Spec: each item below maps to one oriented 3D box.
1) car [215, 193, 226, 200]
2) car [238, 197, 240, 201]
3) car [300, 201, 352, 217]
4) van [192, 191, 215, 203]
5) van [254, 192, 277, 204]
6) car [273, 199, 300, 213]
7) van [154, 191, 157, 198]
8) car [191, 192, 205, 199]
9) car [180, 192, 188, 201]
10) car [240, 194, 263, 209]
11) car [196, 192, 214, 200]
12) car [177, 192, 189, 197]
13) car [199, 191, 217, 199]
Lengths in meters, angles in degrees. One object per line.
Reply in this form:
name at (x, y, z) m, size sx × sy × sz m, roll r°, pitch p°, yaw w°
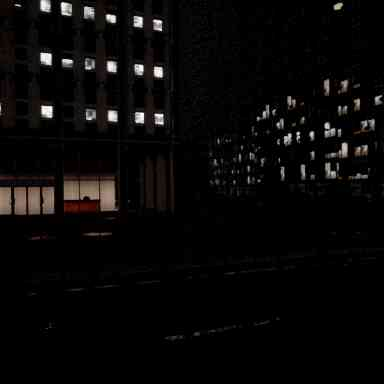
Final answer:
car at (5.625, 0.954, 69.636) m, size 1.802 × 1.307 × 4.206 m, roll 0°, pitch 1°, yaw -21°
car at (9.723, 1.060, 59.033) m, size 1.802 × 1.307 × 4.206 m, roll 0°, pitch 1°, yaw -21°
car at (12.031, 1.435, 29.460) m, size 1.947 × 1.339 × 4.313 m, roll 0°, pitch 1°, yaw -21°
van at (1.906, 0.952, 56.010) m, size 1.690 × 1.788 × 3.998 m, roll 0°, pitch 1°, yaw -21°
van at (11.771, 0.871, 53.728) m, size 1.690 × 1.788 × 3.998 m, roll 0°, pitch 1°, yaw -21°
car at (9.998, 1.400, 34.769) m, size 1.802 × 1.307 × 4.206 m, roll 0°, pitch 1°, yaw -21°
van at (-8.339, 0.687, 82.517) m, size 1.690 × 1.788 × 3.998 m, roll 0°, pitch 1°, yaw -21°
car at (1.526, 0.706, 80.236) m, size 1.967 × 1.590 × 4.097 m, roll 0°, pitch 1°, yaw -21°
car at (-2.192, 1.056, 66.615) m, size 2.008 × 1.369 × 4.403 m, roll 0°, pitch 1°, yaw -21°
car at (8.003, 1.332, 40.091) m, size 1.947 × 1.339 × 4.313 m, roll 0°, pitch 1°, yaw -21°
car at (2.756, 0.880, 69.852) m, size 1.882 × 1.535 × 5.008 m, roll -1°, pitch 1°, yaw -21°
car at (-2.571, 0.710, 90.840) m, size 2.008 × 1.369 × 4.403 m, roll 0°, pitch 1°, yaw -21°
car at (3.575, 0.634, 74.934) m, size 2.192 × 1.841 × 5.009 m, roll 0°, pitch 1°, yaw -21°
